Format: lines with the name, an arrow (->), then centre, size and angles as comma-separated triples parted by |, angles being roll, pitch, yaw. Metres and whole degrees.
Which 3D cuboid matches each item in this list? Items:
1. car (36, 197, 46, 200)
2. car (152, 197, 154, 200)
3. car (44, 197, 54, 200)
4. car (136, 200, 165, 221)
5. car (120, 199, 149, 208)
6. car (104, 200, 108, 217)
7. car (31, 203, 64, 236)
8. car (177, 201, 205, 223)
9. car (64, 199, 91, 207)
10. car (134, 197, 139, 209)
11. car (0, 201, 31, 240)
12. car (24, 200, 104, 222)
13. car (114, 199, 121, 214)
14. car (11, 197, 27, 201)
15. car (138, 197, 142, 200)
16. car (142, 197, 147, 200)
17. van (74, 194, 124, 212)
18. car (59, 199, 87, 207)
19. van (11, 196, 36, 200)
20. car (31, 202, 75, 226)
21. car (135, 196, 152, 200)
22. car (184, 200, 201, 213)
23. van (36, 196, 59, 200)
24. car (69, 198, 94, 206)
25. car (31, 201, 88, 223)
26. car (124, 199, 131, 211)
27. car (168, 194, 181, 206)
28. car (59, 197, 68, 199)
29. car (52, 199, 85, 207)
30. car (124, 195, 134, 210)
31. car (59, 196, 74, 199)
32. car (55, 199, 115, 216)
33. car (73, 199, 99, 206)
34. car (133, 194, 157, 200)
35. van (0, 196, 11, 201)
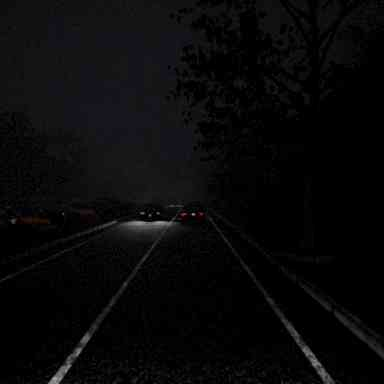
car -> -23.372, 1.833, 45.764 | 4.792, 1.488, 2.163 | 0, -1, 0
car -> -10.431, 2.064, 62.343 | 5.366, 1.575, 1.946 | 0, -1, 0
car -> -23.369, 1.867, 48.403 | 4.792, 1.488, 2.163 | 0, -1, 0
car -> -3.366, 1.663, 28.980 | 1.837, 1.490, 4.892 | 0, -1, 0
car -> -10.254, 2.021, 59.567 | 4.892, 1.521, 2.231 | 0, -1, 0
car -> -10.252, 1.686, 29.042 | 4.792, 1.488, 2.163 | 0, 0, 0
car -> -10.108, 1.561, 17.938 | 5.366, 1.575, 1.946 | 0, 0, 0
car -> 0.084, 1.681, 26.485 | 2.033, 1.411, 5.357 | 0, -1, 0
car -> -23.289, 2.191, 67.915 | 4.792, 1.488, 2.163 | 0, -1, 0
car -> -10.257, 1.805, 45.699 | 4.892, 1.521, 2.231 | 0, -1, 0
car -> -10.265, 1.415, 15.163 | 4.553, 1.767, 2.185 | 0, 0, 0
car -> -10.099, 1.630, 26.266 | 5.366, 1.575, 1.946 | 0, 0, 0
car -> -10.246, 1.732, 34.594 | 4.792, 1.488, 2.163 | 0, 0, 0
car -> -23.354, 1.749, 40.227 | 5.008, 1.535, 2.097 | 0, 0, 0
car -> -10.445, 1.836, 48.467 | 5.366, 1.575, 1.946 | 0, -1, 0
car -> -10.072, 1.876, 51.119 | 5.366, 1.575, 1.946 | 0, -1, 0
van -> -10.389, 1.500, 37.372 | 4.442, 1.987, 1.878 | 0, 0, 0
car -> -23.319, 2.154, 65.145 | 4.674, 1.452, 2.002 | 0, -1, 0
van -> -23.237, 1.549, 43.015 | 4.442, 1.987, 1.878 | 0, -1, 0
car -> -10.284, 1.588, 20.714 | 4.892, 1.521, 2.231 | 0, 0, 0
car -> -10.066, 1.970, 56.791 | 5.366, 1.575, 1.946 | 0, -1, 0
car -> 0.052, 1.841, 42.927 | 2.033, 1.411, 5.357 | 0, -1, 0
van -> -23.454, 1.653, 51.178 | 4.442, 1.987, 1.878 | 0, -1, 0
car -> -23.347, 2.081, 70.563 | 4.553, 1.767, 2.185 | 0, -1, 0
car -> -10.293, 1.611, 23.490 | 4.892, 1.521, 2.231 | 0, 0, 0
car -> -10.298, 1.779, 40.147 | 4.792, 1.488, 2.163 | 0, 0, 0
car -> -3.436, 1.952, 70.685 | 2.097, 1.767, 4.553 | 0, -1, 0
car -> -23.305, 1.955, 54.068 | 4.792, 1.488, 2.163 | 0, -1, 0
car -> -23.139, 2.064, 62.376 | 5.366, 1.575, 1.946 | 0, -1, 0
car -> -10.297, 1.649, 42.921 | 4.553, 1.767, 2.185 | 0, -1, 0
car -> -23.359, 1.721, 56.841 | 5.566, 2.045, 2.435 | 0, -1, 0
car -> -10.249, 1.709, 31.818 | 4.792, 1.488, 2.163 | 0, 0, 0
car -> -23.308, 2.253, 73.332 | 5.008, 1.535, 2.097 | 0, -1, 0
car -> -10.270, 1.863, 65.123 | 5.566, 2.045, 2.435 | 0, -1, 0
van -> -23.468, 1.500, 37.459 | 4.442, 1.987, 1.878 | 0, 0, 0
